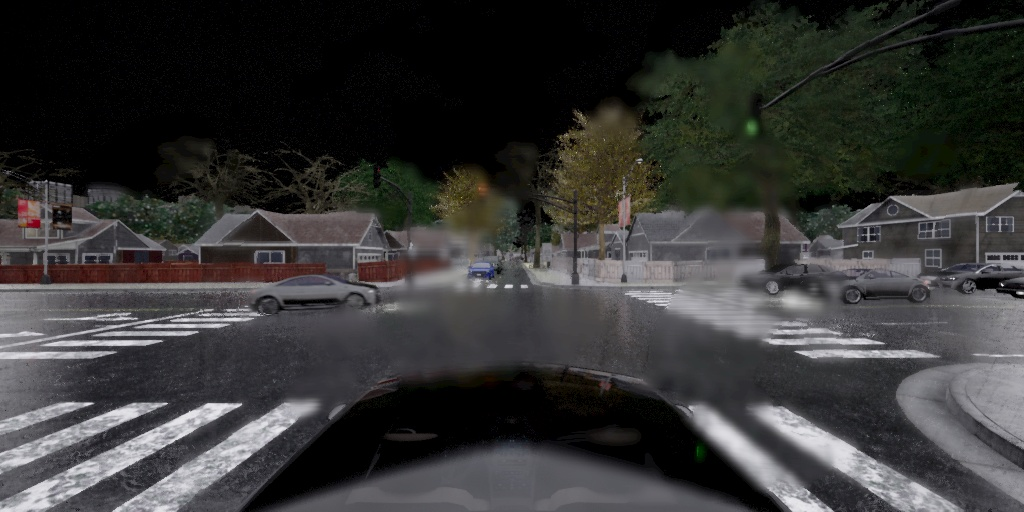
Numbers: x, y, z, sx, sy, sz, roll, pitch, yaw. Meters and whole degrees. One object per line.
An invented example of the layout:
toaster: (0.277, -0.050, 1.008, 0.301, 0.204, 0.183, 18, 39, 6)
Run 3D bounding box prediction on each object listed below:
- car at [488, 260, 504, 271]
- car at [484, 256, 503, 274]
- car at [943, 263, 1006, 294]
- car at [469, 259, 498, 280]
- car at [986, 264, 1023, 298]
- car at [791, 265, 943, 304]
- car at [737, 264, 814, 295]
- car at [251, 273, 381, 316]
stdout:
car: (-2.264, 1.331, 51.981, 2.033, 1.411, 5.357, 0, 0, 1)
car: (-2.397, 0.994, 41.665, 2.150, 2.045, 5.566, 0, 0, 1)
car: (23.593, 1.094, 18.197, 4.902, 1.511, 2.128, 0, 0, 1)
car: (-2.592, 1.242, 31.429, 1.882, 1.535, 5.008, 0, 0, 1)
car: (23.954, 1.150, 14.939, 5.357, 1.411, 2.033, 0, 0, 1)
car: (14.717, 1.217, 15.087, 4.181, 1.385, 1.994, 0, 0, 1)
car: (14.263, 1.159, 18.335, 4.892, 1.490, 1.837, 0, 0, 2)
car: (-7.140, 1.345, 13.386, 4.181, 1.385, 1.994, -1, 0, -17)
